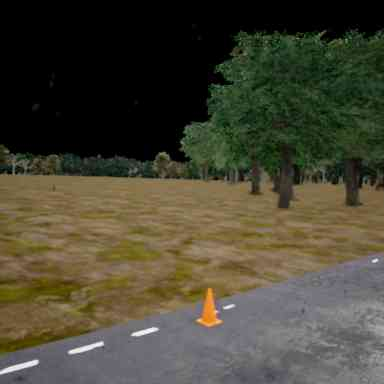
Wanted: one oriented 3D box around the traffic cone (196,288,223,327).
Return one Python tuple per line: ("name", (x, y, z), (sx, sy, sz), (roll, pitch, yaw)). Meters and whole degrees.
("traffic cone", (0.310, 1.984, 5.843), (0.340, 0.580, 0.340), (0, 0, -38))
